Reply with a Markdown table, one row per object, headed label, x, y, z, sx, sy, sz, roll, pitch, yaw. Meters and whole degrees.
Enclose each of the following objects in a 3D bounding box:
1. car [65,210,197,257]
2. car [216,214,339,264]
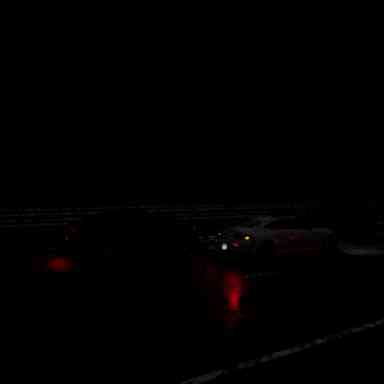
| label | x | y | z | sx | sy | sz | roll | pitch | yaw |
| --- | --- | --- | --- | --- | --- | --- | --- | --- | --- |
| car | -2.160 | 1.436 | 12.720 | 5.008 | 1.535 | 1.882 | 0 | 0 | -29 |
| car | 3.028 | 1.499 | 11.617 | 4.674 | 1.442 | 1.812 | 0 | 0 | -29 |
